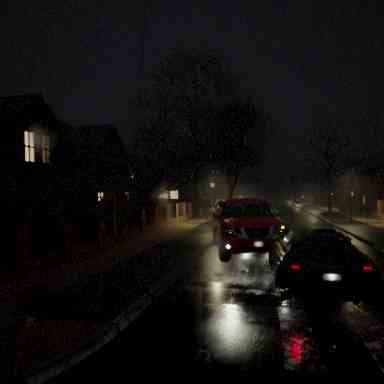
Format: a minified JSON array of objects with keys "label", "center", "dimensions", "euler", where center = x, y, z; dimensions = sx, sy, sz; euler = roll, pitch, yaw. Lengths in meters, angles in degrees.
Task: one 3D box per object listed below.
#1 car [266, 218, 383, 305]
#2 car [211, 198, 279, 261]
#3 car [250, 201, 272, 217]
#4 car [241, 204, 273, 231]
[{"label":"car","center":[3.017,1.586,8.236],"dimensions":[1.994,1.385,4.181],"euler":[-1,-1,11]},{"label":"car","center":[1.974,1.271,12.941],"dimensions":[2.150,2.045,5.566],"euler":[-1,-1,-1]},{"label":"car","center":[6.943,1.639,33.076],"dimensions":[1.994,1.385,4.181],"euler":[-1,0,13]},{"label":"car","center":[4.374,1.588,21.935],"dimensions":[1.812,1.442,4.674],"euler":[-1,0,13]}]
